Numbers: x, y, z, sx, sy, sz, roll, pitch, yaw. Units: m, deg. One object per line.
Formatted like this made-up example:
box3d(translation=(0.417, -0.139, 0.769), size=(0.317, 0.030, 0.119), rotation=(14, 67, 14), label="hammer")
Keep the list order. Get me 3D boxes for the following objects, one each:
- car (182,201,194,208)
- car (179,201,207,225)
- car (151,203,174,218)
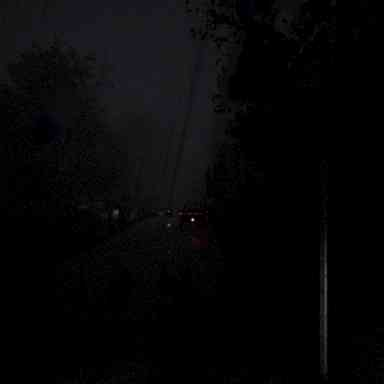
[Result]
box3d(translation=(-0.867, 2.804, 75.641), size=(2.033, 1.411, 5.357), rotation=(0, -2, 7), label="car")
box3d(translation=(0.047, 1.677, 25.384), size=(1.837, 1.490, 4.892), rotation=(0, 0, 0), label="car")
box3d(translation=(-2.917, 1.817, 33.419), size=(1.812, 1.442, 4.674), rotation=(0, -1, 0), label="car")
